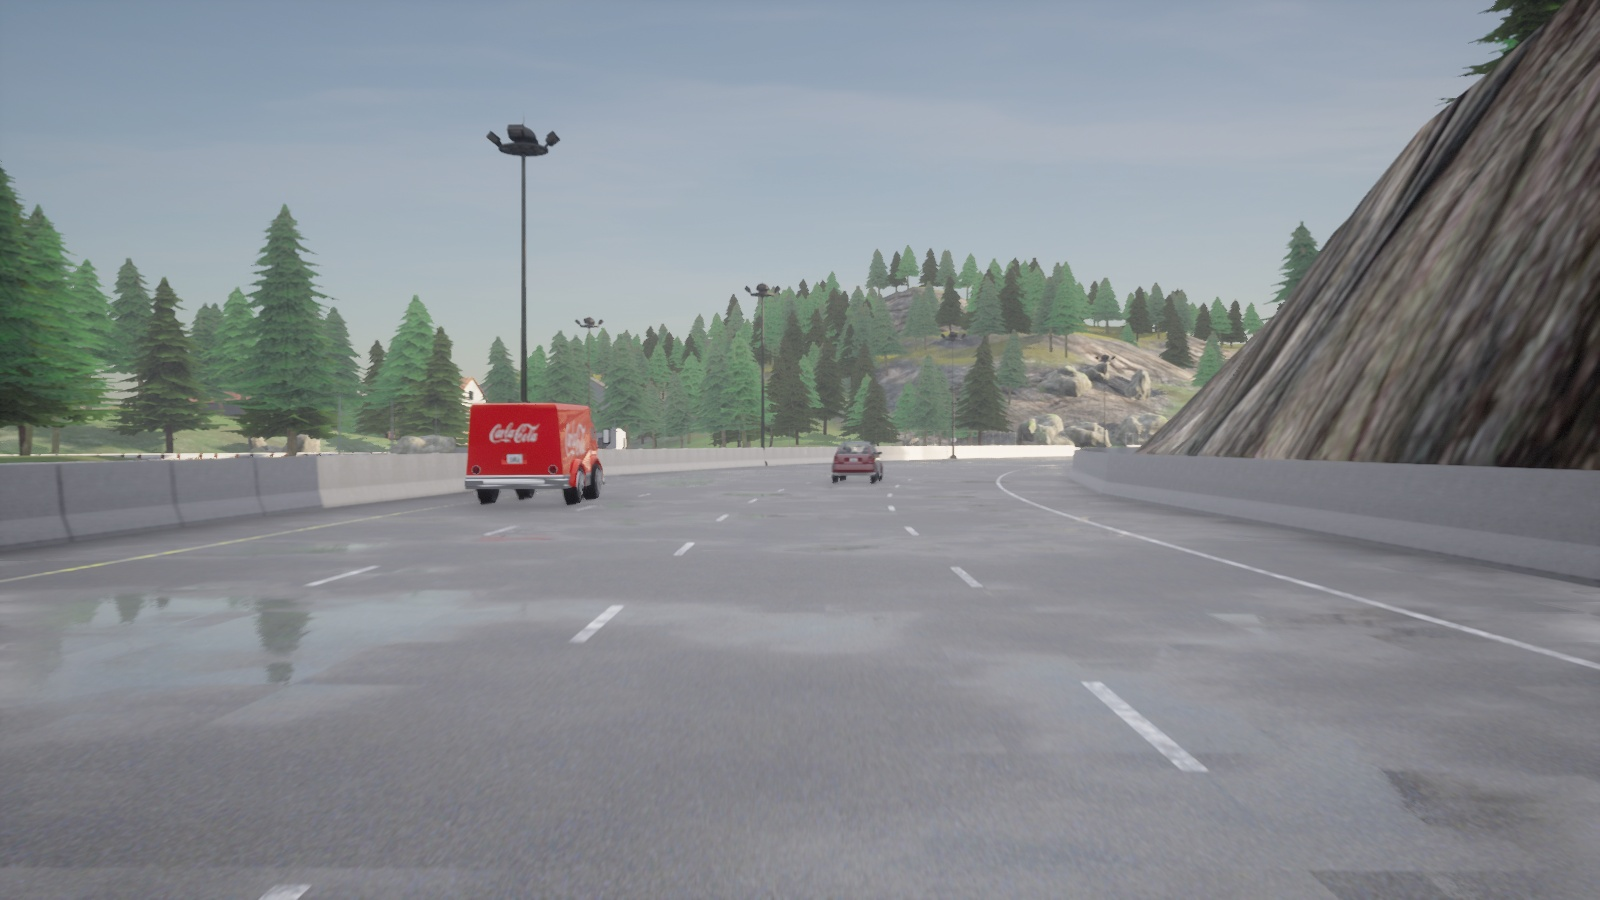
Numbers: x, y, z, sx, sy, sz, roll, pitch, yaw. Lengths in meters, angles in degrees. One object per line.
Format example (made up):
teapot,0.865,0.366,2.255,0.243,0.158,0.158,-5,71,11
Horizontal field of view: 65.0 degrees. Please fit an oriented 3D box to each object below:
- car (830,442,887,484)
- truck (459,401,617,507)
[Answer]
car,2.246,0.461,47.733,1.789,1.549,3.705,0,0,9
truck,-6.491,0.077,31.904,2.627,2.467,5.204,0,0,4
